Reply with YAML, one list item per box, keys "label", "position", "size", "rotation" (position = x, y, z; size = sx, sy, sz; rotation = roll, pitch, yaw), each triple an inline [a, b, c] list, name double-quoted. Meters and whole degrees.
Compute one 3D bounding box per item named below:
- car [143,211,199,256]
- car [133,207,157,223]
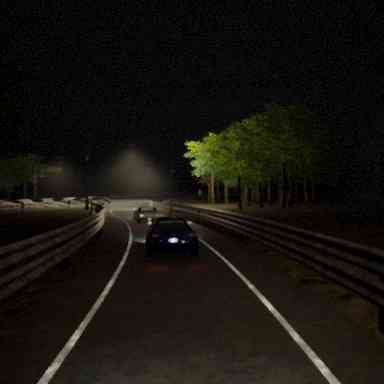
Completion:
- label: "car"
  position: [-0.911, 1.716, 13.872]
  size: [1.994, 1.385, 4.181]
  rotation: [0, -1, -7]
- label: "car"
  position: [-3.986, 1.924, 28.865]
  size: [1.895, 1.301, 4.718]
  rotation: [0, -1, -15]
